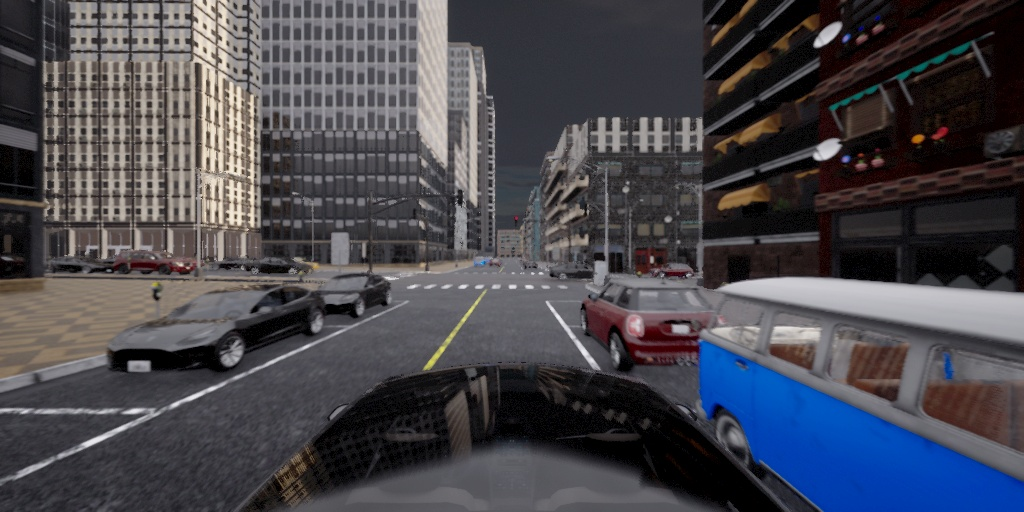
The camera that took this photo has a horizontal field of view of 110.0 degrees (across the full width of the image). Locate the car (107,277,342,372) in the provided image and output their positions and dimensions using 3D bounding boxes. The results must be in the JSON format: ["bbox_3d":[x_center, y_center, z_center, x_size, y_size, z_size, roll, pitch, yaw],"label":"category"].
[{"bbox_3d":[-5.691,1.309,7.654,1.948,1.339,4.313,0,0,0],"label":"car"}]

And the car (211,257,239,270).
[{"bbox_3d":[-27.491,0.778,35.848,4.313,1.339,1.948,0,0,-1],"label":"car"}]

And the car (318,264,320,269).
[{"bbox_3d":[-22.046,0.843,35.997,4.829,1.417,1.751,0,0,-1],"label":"car"}]

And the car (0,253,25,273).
[{"bbox_3d":[-38.624,0.584,27.340,4.507,1.381,1.888,0,0,-1],"label":"car"}]

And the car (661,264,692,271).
[{"bbox_3d":[16.011,1.469,36.342,4.097,1.591,1.967,0,0,-1],"label":"car"}]

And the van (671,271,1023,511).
[{"bbox_3d":[2.690,1.090,2.105,1.690,1.789,3.998,0,0,0],"label":"van"}]

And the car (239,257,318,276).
[{"bbox_3d":[-19.572,0.870,30.243,5.008,1.535,1.882,1,0,-1],"label":"car"}]

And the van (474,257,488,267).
[{"bbox_3d":[-5.693,1.030,62.511,1.690,1.789,3.998,0,0,0],"label":"van"}]

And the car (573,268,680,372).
[{"bbox_3d":[2.690,1.183,7.655,1.967,1.591,4.097,0,0,0],"label":"car"}]

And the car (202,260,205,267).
[{"bbox_3d":[-33.110,0.690,35.784,4.207,1.307,1.802,0,0,-1],"label":"car"}]

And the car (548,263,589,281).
[{"bbox_3d":[5.573,1.376,30.529,4.892,1.490,1.837,1,0,-1],"label":"car"}]

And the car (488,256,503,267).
[{"bbox_3d":[-3.029,1.167,62.739,1.882,1.535,5.008,0,0,1],"label":"car"}]

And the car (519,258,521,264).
[{"bbox_3d":[2.687,1.234,62.513,1.888,1.381,4.507,0,0,0],"label":"car"}]

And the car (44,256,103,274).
[{"bbox_3d":[-33.007,0.709,27.404,4.313,1.339,1.948,0,0,-1],"label":"car"}]

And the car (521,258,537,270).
[{"bbox_3d":[2.688,1.263,52.546,1.948,1.339,4.313,0,0,0],"label":"car"}]

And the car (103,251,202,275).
[{"bbox_3d":[-27.388,0.563,27.467,5.009,1.841,2.192,0,0,-1],"label":"car"}]

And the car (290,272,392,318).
[{"bbox_3d":[-5.691,1.303,12.900,1.948,1.339,4.313,0,0,0],"label":"car"}]
